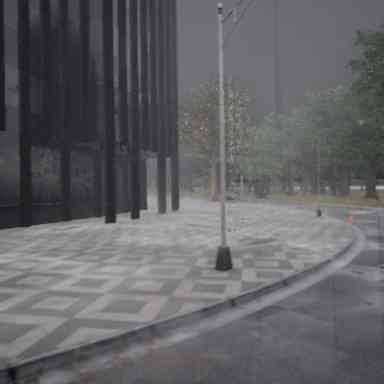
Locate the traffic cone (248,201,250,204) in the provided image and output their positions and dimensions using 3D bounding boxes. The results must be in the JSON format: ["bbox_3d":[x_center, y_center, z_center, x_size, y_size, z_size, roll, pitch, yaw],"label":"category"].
[{"bbox_3d":[8.568,1.552,49.772,0.340,0.580,0.340,-1,1,-26],"label":"traffic cone"}]

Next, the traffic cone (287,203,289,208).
[{"bbox_3d":[11.798,1.664,40.993,0.340,0.580,0.340,-1,1,-13],"label":"traffic cone"}]

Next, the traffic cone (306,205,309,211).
[{"bbox_3d":[12.554,1.730,36.399,0.340,0.580,0.340,-1,1,-6],"label":"traffic cone"}]

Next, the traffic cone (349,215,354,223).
[{"bbox_3d":[11.439,1.923,23.856,0.340,0.580,0.340,-1,0,32],"label":"traffic cone"}]

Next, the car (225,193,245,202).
[{"bbox_3d":[7.225,0.976,57.471,2.128,1.511,4.902,-1,1,-26],"label":"car"}]
